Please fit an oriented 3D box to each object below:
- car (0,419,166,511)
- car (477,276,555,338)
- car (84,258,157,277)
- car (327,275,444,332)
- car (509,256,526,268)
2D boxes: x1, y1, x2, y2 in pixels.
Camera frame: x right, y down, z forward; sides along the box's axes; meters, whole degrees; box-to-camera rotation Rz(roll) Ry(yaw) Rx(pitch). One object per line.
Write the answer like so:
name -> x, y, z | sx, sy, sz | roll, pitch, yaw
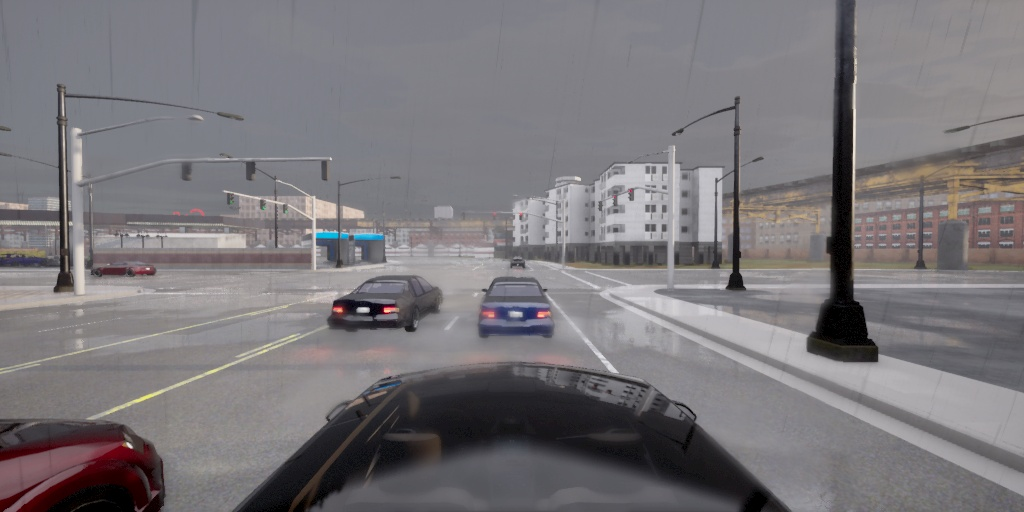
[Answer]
car -> -3.395, 1.314, 0.727 | 1.994, 1.385, 4.181 | 0, 0, 0
car -> 0.092, 1.279, 10.120 | 2.033, 1.411, 5.357 | 0, 0, 0
car -> -33.516, 1.082, 30.981 | 4.181, 1.385, 1.994 | 0, 1, -1
car -> -3.404, 1.273, 10.724 | 2.033, 1.411, 5.357 | 0, 0, 0
car -> 0.717, 0.769, 46.089 | 1.837, 1.490, 4.892 | 0, 1, 0
